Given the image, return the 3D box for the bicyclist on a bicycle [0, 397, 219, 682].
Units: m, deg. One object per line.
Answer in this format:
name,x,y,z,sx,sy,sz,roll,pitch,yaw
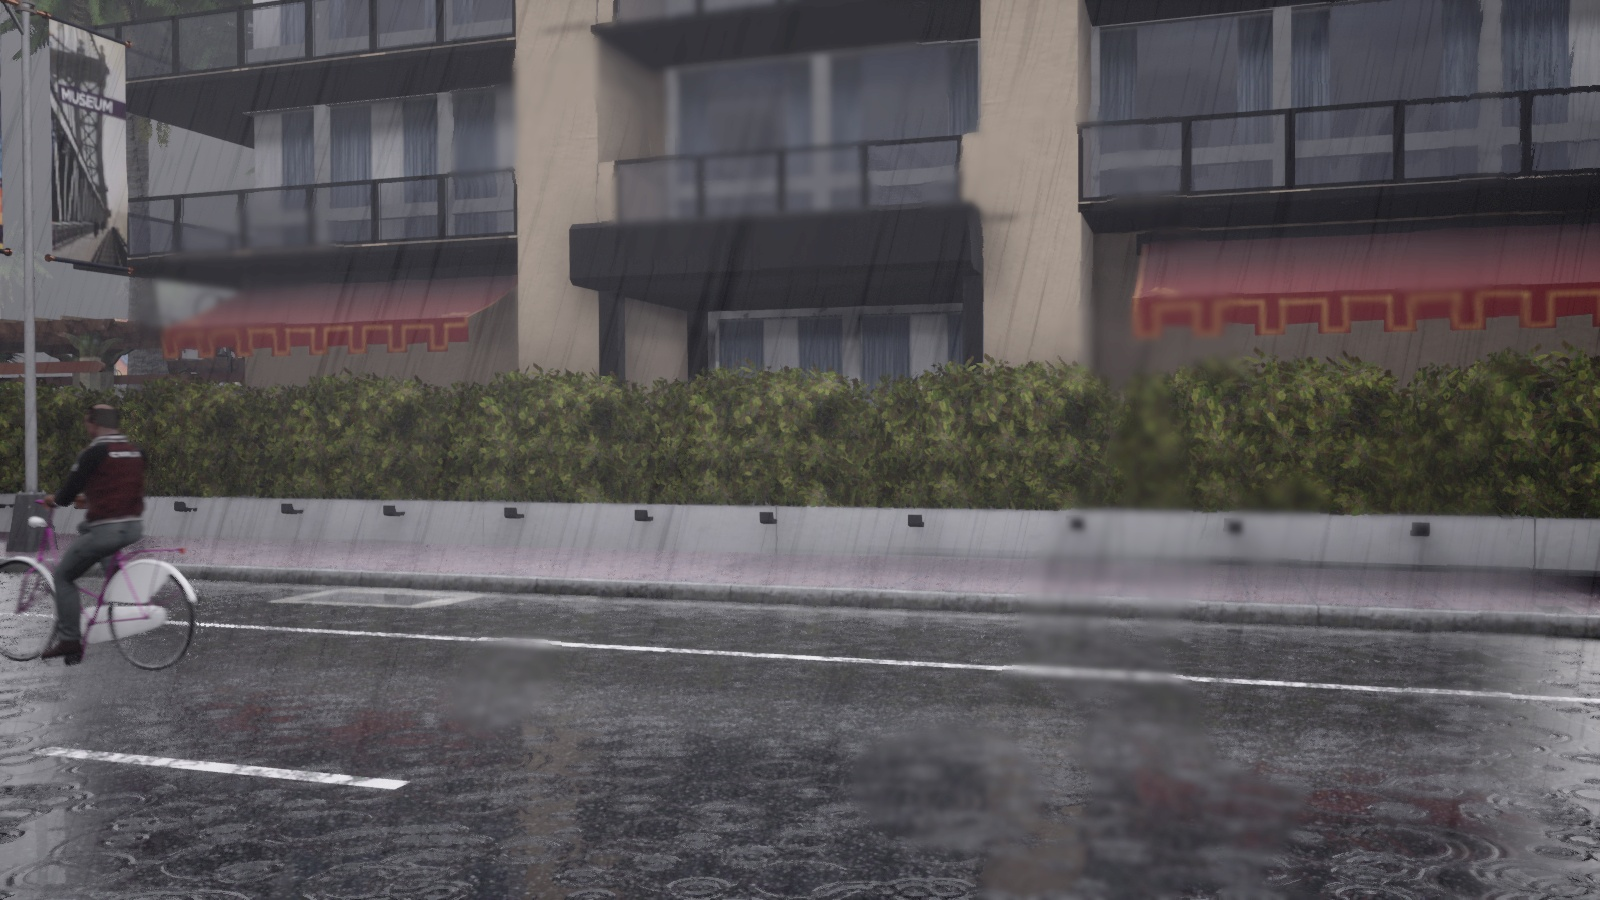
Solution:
bicyclist on a bicycle,-4.878,0.544,8.405,1.843,1.776,0.659,1,1,18
